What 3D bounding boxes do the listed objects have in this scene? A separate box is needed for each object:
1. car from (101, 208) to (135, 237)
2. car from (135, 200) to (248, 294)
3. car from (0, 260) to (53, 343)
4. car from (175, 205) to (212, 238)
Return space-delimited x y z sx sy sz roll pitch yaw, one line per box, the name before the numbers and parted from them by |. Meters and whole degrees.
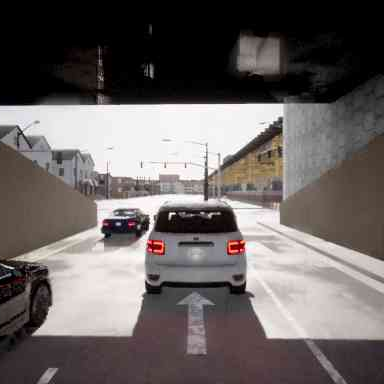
car | -3.421 1.547 17.937 2.033 1.411 5.357 0 0 0
car | 0.083 1.221 8.911 2.150 2.045 5.566 0 0 0
car | -3.432 1.492 4.092 2.128 1.511 4.902 0 0 0
car | 0.059 1.526 18.475 1.812 1.442 4.674 0 0 0
